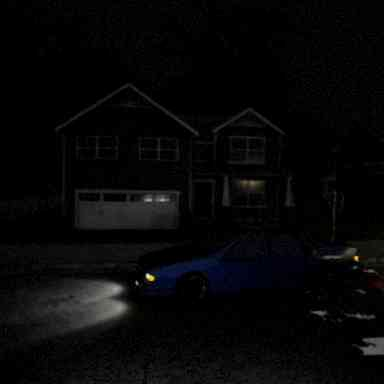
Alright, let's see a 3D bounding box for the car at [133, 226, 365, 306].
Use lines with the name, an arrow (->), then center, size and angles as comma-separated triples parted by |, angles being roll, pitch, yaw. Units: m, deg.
car -> 1.368, 1.560, 7.912 | 5.357, 1.411, 2.033 | 0, 1, -16
